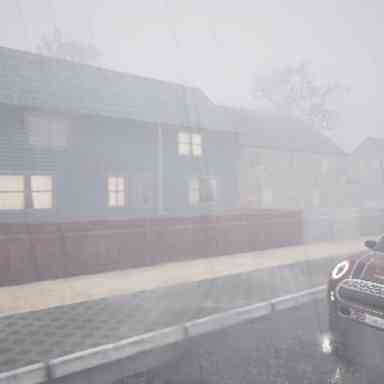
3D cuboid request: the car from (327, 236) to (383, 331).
[{"bbox_3d":[4.629,1.390,6.367,4.553,1.767,2.097,0,0,-35],"label":"car"}]
